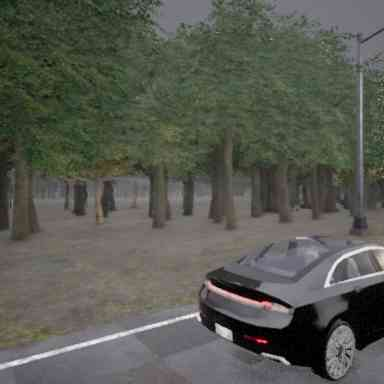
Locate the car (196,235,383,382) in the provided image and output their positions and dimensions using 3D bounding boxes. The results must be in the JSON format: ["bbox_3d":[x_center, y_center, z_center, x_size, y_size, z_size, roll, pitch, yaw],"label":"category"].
[{"bbox_3d":[2.362,1.478,5.447,4.902,1.511,2.128,0,0,-35],"label":"car"}]
